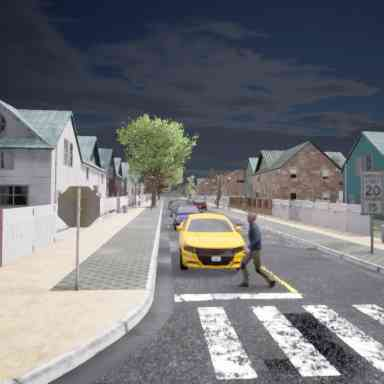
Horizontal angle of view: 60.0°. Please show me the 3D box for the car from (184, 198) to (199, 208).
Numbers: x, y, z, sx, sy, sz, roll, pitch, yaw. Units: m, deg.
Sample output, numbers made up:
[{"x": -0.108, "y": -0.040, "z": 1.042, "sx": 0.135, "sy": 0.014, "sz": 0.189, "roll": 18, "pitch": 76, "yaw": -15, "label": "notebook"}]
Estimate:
[{"x": -0.120, "y": 1.722, "z": 53.373, "sx": 2.033, "sy": 1.411, "sz": 5.357, "roll": 1, "pitch": 0, "yaw": -5, "label": "car"}]

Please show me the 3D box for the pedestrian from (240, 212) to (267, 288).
[{"x": 1.449, "y": 1.320, "z": 7.819, "sx": 0.375, "sy": 1.860, "sz": 0.375, "roll": 2, "pitch": -2, "yaw": -5, "label": "pedestrian"}]

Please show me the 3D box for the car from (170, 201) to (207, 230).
[{"x": -0.298, "y": 1.576, "z": 21.600, "sx": 1.812, "sy": 1.442, "sz": 4.674, "roll": 1, "pitch": 0, "yaw": -5, "label": "car"}]

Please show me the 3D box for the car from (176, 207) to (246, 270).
[{"x": 0.521, "y": 1.503, "z": 11.298, "sx": 1.882, "sy": 1.535, "sz": 5.008, "roll": 1, "pitch": 0, "yaw": -3, "label": "car"}]

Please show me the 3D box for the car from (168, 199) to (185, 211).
[{"x": -2.084, "y": 1.674, "z": 43.529, "sx": 1.994, "sy": 1.385, "sz": 4.181, "roll": 1, "pitch": 0, "yaw": -4, "label": "car"}]

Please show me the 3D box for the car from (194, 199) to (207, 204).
[{"x": 0.802, "y": 1.623, "z": 43.054, "sx": 1.882, "sy": 1.535, "sz": 5.008, "roll": 1, "pitch": 0, "yaw": -4, "label": "car"}]

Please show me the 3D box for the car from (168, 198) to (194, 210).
[{"x": -1.156, "y": 1.581, "z": 31.902, "sx": 1.837, "sy": 1.490, "sz": 4.892, "roll": 1, "pitch": 0, "yaw": -5, "label": "car"}]
